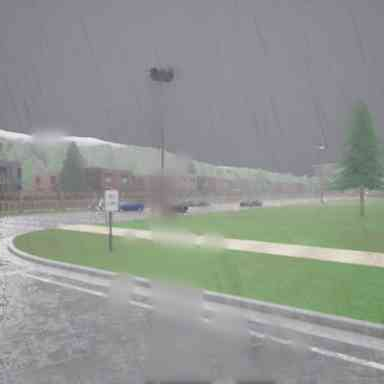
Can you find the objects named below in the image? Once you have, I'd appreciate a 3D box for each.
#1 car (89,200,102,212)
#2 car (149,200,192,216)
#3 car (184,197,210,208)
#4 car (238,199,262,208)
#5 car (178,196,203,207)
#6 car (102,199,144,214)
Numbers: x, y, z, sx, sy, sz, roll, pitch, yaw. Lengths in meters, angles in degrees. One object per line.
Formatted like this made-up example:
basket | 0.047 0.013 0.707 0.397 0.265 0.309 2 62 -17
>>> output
car | -10.749 1.653 42.227 2.097 1.767 4.553 -1 0 35
car | -2.454 1.806 35.772 1.895 1.301 4.718 -1 0 35
car | 1.039 1.833 52.983 1.994 1.385 4.181 -1 0 35
car | 9.240 1.754 52.480 2.033 1.411 5.357 -1 0 35
car | -0.215 1.653 57.269 2.097 1.767 4.553 -1 0 35
car | -7.956 1.747 40.116 1.882 1.535 5.008 -1 0 35
